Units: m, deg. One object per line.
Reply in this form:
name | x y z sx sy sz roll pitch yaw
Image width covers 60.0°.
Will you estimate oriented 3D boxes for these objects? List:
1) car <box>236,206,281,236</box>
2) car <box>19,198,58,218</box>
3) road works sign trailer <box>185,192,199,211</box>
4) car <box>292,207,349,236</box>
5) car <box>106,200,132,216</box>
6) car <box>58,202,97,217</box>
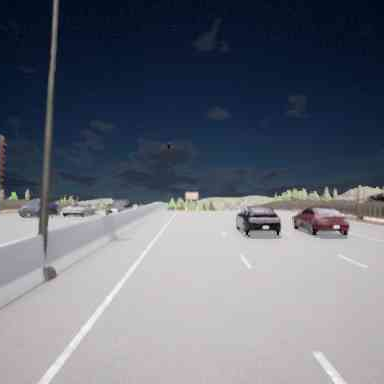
car | 3.592 1.517 18.596 2.128 1.511 4.902 0 0 0
car | -14.104 1.393 30.950 2.097 1.767 4.553 0 0 0
road works sign trailer | -0.020 1.749 58.167 2.380 3.560 2.880 0 -6 0
car | 7.093 1.551 18.634 1.812 1.442 4.674 0 0 0
car | -7.102 1.534 32.705 2.128 1.511 4.902 0 0 0
car | -10.605 1.642 31.483 1.895 1.301 4.718 0 0 0
